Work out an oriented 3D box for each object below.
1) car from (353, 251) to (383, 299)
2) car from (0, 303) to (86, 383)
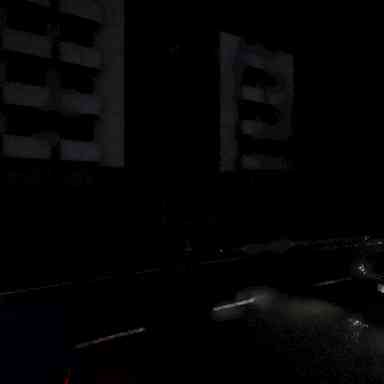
[{"bbox_3d":[5.577,1.517,7.213,4.674,1.442,1.812,0,0,-29],"label":"car"},{"bbox_3d":[-3.138,1.480,1.647,5.008,1.535,1.882,0,0,-34],"label":"car"}]
